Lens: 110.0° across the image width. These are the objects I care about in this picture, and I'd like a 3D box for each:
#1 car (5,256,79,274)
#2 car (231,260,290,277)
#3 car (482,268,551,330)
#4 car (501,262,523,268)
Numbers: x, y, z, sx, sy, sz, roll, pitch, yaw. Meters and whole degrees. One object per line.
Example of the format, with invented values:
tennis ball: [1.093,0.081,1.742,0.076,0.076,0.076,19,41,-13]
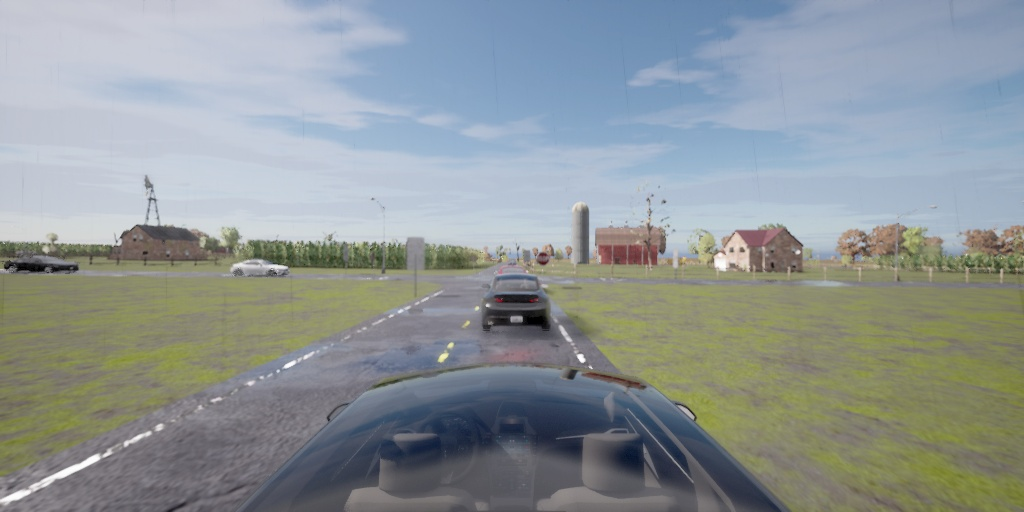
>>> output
car: [-41.836,0.777,32.021,5.008,1.535,1.882,1,0,0]
car: [-22.431,1.119,32.039,4.674,1.442,1.812,1,0,0]
car: [0.112,1.295,11.192,1.837,1.490,4.892,0,0,0]
car: [-0.018,1.312,21.582,1.882,1.535,5.008,0,0,-2]
